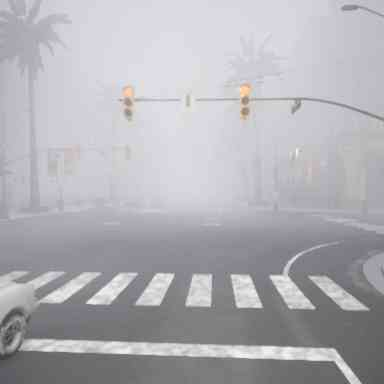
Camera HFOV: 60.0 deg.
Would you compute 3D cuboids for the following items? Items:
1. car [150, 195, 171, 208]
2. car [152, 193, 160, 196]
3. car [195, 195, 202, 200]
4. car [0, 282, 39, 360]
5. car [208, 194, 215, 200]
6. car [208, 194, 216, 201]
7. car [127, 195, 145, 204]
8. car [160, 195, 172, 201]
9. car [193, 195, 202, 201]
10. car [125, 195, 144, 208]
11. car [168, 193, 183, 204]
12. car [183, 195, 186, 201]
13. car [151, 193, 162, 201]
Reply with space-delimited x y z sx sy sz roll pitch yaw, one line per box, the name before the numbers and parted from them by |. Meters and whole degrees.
car | -4.415 1.496 45.111 1.895 1.301 4.718 0 0 4
car | -6.720 1.416 63.800 1.994 1.385 4.181 0 0 4
car | 1.756 1.378 88.787 1.895 1.301 4.718 0 0 3
car | -3.396 1.594 3.018 1.895 1.301 4.718 0 0 4
car | 5.250 1.283 88.581 1.837 1.490 4.892 0 0 3
car | 4.722 1.352 78.127 2.033 1.411 5.357 0 0 3
car | -10.110 1.374 60.113 2.161 1.482 4.786 0 0 3
car | -5.861 1.357 76.929 2.033 1.411 5.357 0 0 4
car | 1.230 1.355 78.361 2.033 1.411 5.357 0 0 3
car | -7.873 1.372 45.869 1.882 1.535 5.008 0 0 4
car | -3.348 1.381 61.920 1.812 1.442 4.674 0 0 4
car | -2.351 1.358 76.977 2.033 1.411 5.357 0 0 4
car | -8.698 1.164 81.998 2.185 1.767 4.553 0 0 3
